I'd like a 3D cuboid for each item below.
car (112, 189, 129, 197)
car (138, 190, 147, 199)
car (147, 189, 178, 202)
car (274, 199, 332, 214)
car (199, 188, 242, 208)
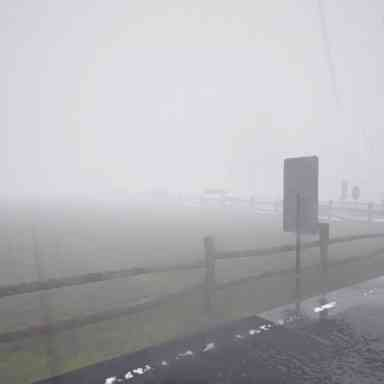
[{"bbox_3d":[-14.064,0.120,65.481,2.128,1.511,4.902,1,1,-35],"label":"car"},{"bbox_3d":[-7.688,0.356,56.412,1.882,1.535,5.008,1,1,-35],"label":"car"},{"bbox_3d":[-3.836,0.444,45.826,2.097,1.767,4.553,1,1,-35],"label":"car"},{"bbox_3d":[9.053,1.086,27.445,1.882,1.535,5.008,1,1,-35],"label":"car"},{"bbox_3d":[2.985,0.585,36.094,2.150,2.045,5.566,1,1,-35],"label":"car"}]
